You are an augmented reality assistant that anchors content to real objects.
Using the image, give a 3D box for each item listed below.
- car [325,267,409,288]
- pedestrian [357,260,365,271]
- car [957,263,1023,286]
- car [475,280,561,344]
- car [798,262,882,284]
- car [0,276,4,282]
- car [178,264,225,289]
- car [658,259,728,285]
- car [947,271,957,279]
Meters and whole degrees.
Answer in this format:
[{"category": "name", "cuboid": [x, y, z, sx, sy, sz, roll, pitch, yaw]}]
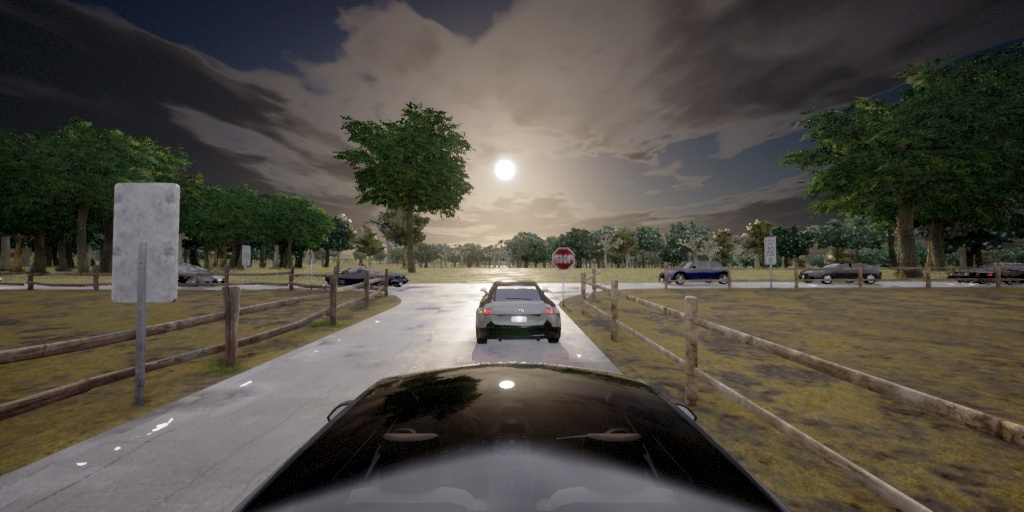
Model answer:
[{"category": "car", "cuboid": [-8.782, 1.347, 21.971, 4.718, 1.301, 1.895, 0, -1, 13]}, {"category": "pedestrian", "cuboid": [-12.135, 1.185, 28.741, 0.375, 1.860, 0.375, 0, -1, 0]}, {"category": "car", "cuboid": [31.265, 1.176, 22.037, 4.718, 1.301, 1.895, 0, -2, 7]}, {"category": "car", "cuboid": [0.081, 1.325, 9.675, 1.994, 1.385, 4.181, 0, 0, -2]}, {"category": "car", "cuboid": [23.208, 1.210, 25.507, 4.892, 1.490, 1.837, 0, -2, 2]}, {"category": "car", "cuboid": [-35.478, 1.285, 22.746, 4.674, 1.442, 1.812, 0, -1, 0]}, {"category": "car", "cuboid": [-20.990, 1.255, 22.757, 4.902, 1.511, 2.128, 0, -2, 0]}, {"category": "car", "cuboid": [12.941, 1.109, 25.633, 4.553, 1.767, 2.097, 0, -2, -1]}, {"category": "car", "cuboid": [33.845, 1.183, 24.683, 5.357, 1.411, 2.033, 0, -2, 8]}]
